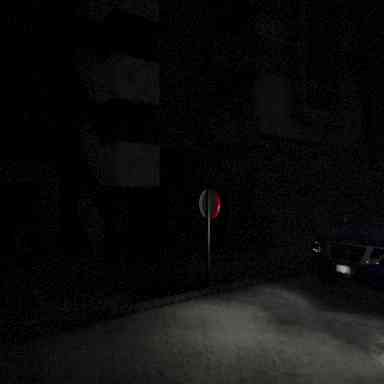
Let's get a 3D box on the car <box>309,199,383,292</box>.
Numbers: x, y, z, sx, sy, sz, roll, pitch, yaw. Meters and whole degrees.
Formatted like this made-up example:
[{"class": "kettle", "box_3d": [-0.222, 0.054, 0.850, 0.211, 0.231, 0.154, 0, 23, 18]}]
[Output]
[{"class": "car", "box_3d": [5.345, 1.217, 8.402, 5.566, 2.045, 2.150, 0, 0, -35]}]
